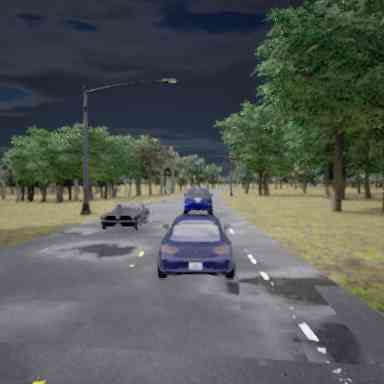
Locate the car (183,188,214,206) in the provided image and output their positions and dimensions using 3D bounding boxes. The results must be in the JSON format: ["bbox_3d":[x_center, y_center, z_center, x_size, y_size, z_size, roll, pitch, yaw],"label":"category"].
[{"bbox_3d":[0.538,0.683,26.760,2.150,2.045,5.566,0,1,2],"label":"car"}]

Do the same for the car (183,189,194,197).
[{"bbox_3d":[-0.730,0.158,68.743,1.882,1.535,5.008,0,1,4],"label":"car"}]

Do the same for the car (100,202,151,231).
[{"bbox_3d":[-3.473,1.235,17.958,1.895,1.301,4.718,0,1,1],"label":"car"}]

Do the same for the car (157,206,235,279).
[{"bbox_3d":[0.125,1.336,9.271,1.812,1.442,4.674,0,1,1],"label":"car"}]
